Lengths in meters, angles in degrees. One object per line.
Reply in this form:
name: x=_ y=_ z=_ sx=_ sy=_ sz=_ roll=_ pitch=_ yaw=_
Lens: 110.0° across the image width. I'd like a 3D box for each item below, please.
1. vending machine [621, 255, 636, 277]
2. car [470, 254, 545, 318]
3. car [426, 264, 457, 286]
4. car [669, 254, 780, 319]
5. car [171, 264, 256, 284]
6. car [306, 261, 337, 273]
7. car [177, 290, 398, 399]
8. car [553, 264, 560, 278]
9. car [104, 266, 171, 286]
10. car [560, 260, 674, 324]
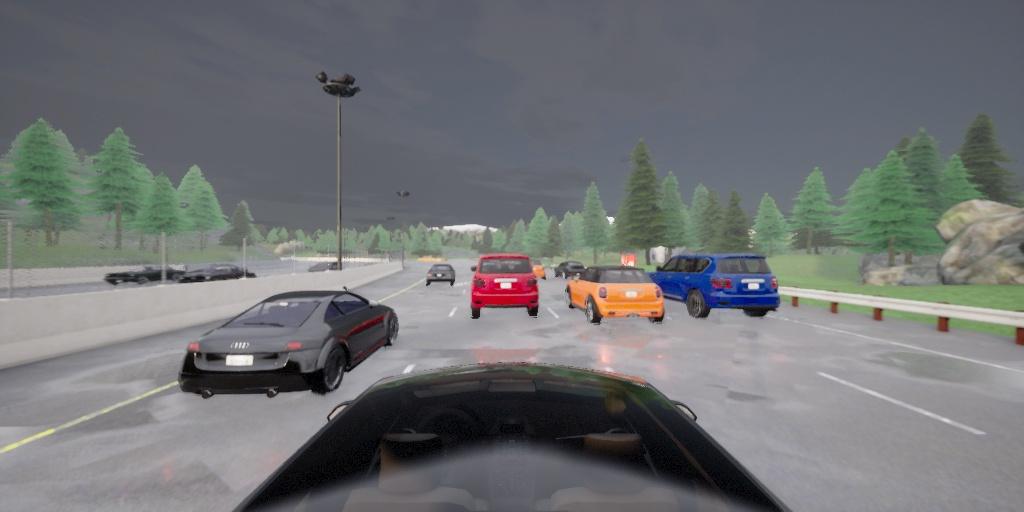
vending machine: x=9.961 y=0.887 z=30.636 sx=1.100 sy=2.100 sz=0.880 roll=0 pitch=0 yaw=-8
car: x=-0.337 y=0.957 z=13.158 sx=2.150 sy=2.045 sz=5.566 roll=0 pitch=0 yaw=-3
car: x=-4.943 y=1.275 z=25.355 sx=2.033 sy=1.411 sz=5.357 roll=0 pitch=0 yaw=-7
car: x=6.694 y=0.944 z=12.838 sx=2.150 sy=2.045 sz=5.566 roll=0 pitch=0 yaw=-3
car: x=-18.868 y=1.359 z=23.159 sx=1.895 sy=1.301 sz=4.718 roll=0 pitch=0 yaw=-6
car: x=-16.729 y=1.247 z=32.183 sx=1.837 sy=1.490 sz=4.892 roll=0 pitch=0 yaw=-10
car: x=-3.572 y=1.314 z=6.635 sx=1.994 sy=1.385 sz=4.181 roll=0 pitch=0 yaw=-2
car: x=4.904 y=1.206 z=30.693 sx=1.837 sy=1.490 sz=4.892 roll=0 pitch=0 yaw=-8
car: x=-26.406 y=1.369 z=25.996 sx=1.895 sy=1.301 sz=4.718 roll=0 pitch=0 yaw=-8
car: x=3.197 y=1.081 z=12.058 sx=2.097 sy=1.767 sz=4.553 roll=0 pitch=0 yaw=-3
